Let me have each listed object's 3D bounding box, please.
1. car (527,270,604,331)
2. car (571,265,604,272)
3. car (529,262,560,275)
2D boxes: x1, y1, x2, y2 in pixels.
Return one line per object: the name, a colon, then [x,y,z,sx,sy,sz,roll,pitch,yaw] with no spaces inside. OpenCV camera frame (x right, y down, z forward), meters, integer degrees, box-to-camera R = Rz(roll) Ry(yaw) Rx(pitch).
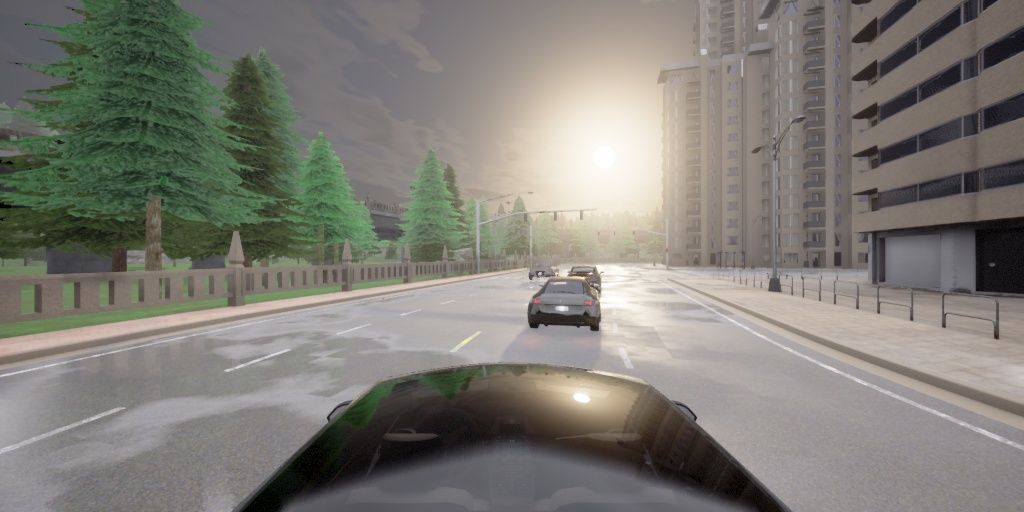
car: [1.741,1.324,11.174,1.994,1.385,4.181,0,0,13]
car: [4.242,1.275,20.844,1.837,1.490,4.892,0,0,15]
car: [2.626,1.140,28.563,1.994,1.385,4.181,0,0,16]
